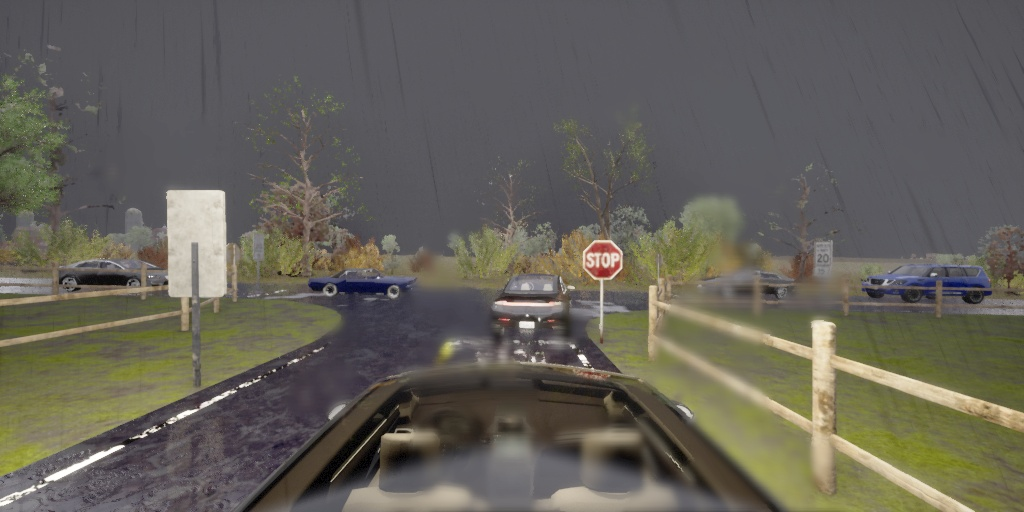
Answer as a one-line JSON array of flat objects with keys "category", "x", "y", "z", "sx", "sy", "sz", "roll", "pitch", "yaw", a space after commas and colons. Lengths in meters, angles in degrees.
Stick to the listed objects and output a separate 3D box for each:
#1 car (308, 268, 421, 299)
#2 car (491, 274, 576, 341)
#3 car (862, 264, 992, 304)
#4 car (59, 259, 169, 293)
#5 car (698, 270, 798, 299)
[{"category": "car", "x": -6.818, "y": 1.248, "z": 16.989, "sx": 4.718, "sy": 1.301, "sz": 1.895, "roll": 1, "pitch": 1, "yaw": 0}, {"category": "car", "x": 0.709, "y": 1.240, "z": 9.956, "sx": 2.128, "sy": 1.511, "sz": 4.902, "roll": 0, "pitch": 0, "yaw": 9}, {"category": "car", "x": 22.904, "y": 1.466, "z": 19.899, "sx": 5.566, "sy": 2.045, "sz": 2.150, "roll": 1, "pitch": 1, "yaw": 0}, {"category": "car", "x": -18.486, "y": 0.885, "z": 17.008, "sx": 4.902, "sy": 1.511, "sz": 2.128, "roll": 1, "pitch": 1, "yaw": 0}, {"category": "car", "x": 13.008, "y": 1.525, "z": 19.912, "sx": 4.902, "sy": 1.511, "sz": 2.128, "roll": 1, "pitch": 1, "yaw": 0}]
